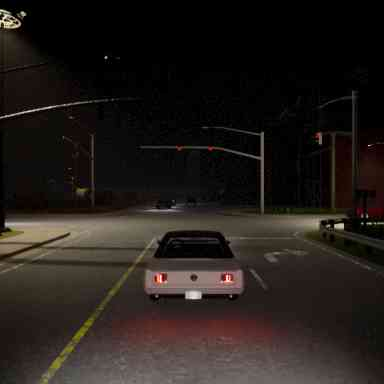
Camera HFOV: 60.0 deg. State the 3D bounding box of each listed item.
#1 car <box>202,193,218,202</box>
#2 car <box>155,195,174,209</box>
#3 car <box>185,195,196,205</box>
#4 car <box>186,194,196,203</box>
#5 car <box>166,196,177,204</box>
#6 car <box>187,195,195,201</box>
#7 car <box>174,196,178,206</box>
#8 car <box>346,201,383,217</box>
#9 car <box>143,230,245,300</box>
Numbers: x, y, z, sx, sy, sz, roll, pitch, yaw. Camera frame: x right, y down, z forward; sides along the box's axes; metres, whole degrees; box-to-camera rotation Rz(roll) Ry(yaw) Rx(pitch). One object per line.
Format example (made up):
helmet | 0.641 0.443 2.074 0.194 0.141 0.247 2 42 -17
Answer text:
car | 3.937 1.142 72.888 1.905 1.878 3.866 -8 3 -42
car | -3.733 1.521 44.502 1.812 1.442 4.674 0 0 0
car | -0.177 1.503 57.105 1.837 1.490 4.892 0 0 0
car | -0.220 1.352 71.103 2.097 1.767 4.553 0 0 0
car | -3.759 1.502 62.550 1.837 1.490 4.892 0 0 0
car | -0.249 1.438 80.332 2.033 1.411 5.357 0 0 0
car | -3.753 1.350 53.405 2.097 1.767 4.553 0 0 0
car | 15.043 1.504 26.732 5.008 1.535 1.882 0 0 1
car | 0.042 1.601 8.304 1.895 1.301 4.718 0 0 0
